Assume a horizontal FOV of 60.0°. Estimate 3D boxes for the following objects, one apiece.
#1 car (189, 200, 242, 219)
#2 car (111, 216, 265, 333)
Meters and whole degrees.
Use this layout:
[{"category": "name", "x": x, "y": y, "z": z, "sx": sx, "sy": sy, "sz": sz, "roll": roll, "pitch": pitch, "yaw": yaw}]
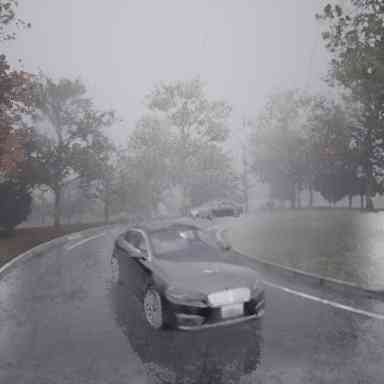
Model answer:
[{"category": "car", "x": 1.846, "y": 1.352, "z": 25.336, "sx": 2.128, "sy": 1.511, "sz": 4.902, "roll": -1, "pitch": 0, "yaw": 45}, {"category": "car", "x": -0.442, "y": 1.464, "z": 7.063, "sx": 2.128, "sy": 1.511, "sz": 4.902, "roll": -1, "pitch": 0, "yaw": -25}]
